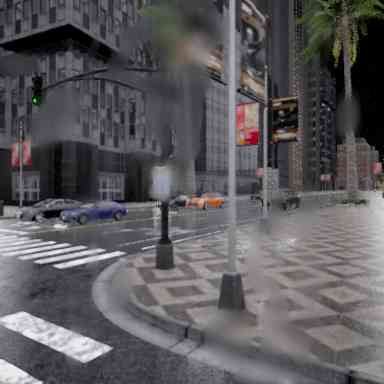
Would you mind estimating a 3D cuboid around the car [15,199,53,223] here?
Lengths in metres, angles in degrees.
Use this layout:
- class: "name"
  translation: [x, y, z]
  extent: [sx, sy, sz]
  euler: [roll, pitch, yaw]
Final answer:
- class: "car"
  translation: [-9.617, 1.227, 23.125]
  extent: [2.128, 1.511, 4.902]
  euler: [0, 1, 36]

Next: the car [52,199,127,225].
- class: "car"
  translation: [-6.391, 1.248, 22.009]
  extent: [1.812, 1.442, 4.674]
  euler: [0, 1, 36]

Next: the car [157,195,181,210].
- class: "car"
  translation: [-1.587, 1.018, 34.429]
  extent: [1.812, 1.442, 4.674]
  euler: [0, 1, 35]

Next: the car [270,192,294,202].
- class: "car"
  translation: [13.652, 0.737, 50.144]
  extent: [1.895, 1.301, 4.718]
  euler: [0, 1, 35]

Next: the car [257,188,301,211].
- class: "car"
  translation: [8.536, 0.665, 31.515]
  extent: [2.150, 2.045, 5.566]
  euler: [0, 1, 35]

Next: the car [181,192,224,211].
- class: "car"
  translation: [1.337, 0.839, 32.932]
  extent: [2.097, 1.767, 4.553]
  euler: [0, 1, 35]

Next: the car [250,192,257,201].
- class: "car"
  translation: [10.758, 0.618, 51.688]
  extent: [1.882, 1.535, 5.008]
  euler: [0, 1, 35]
